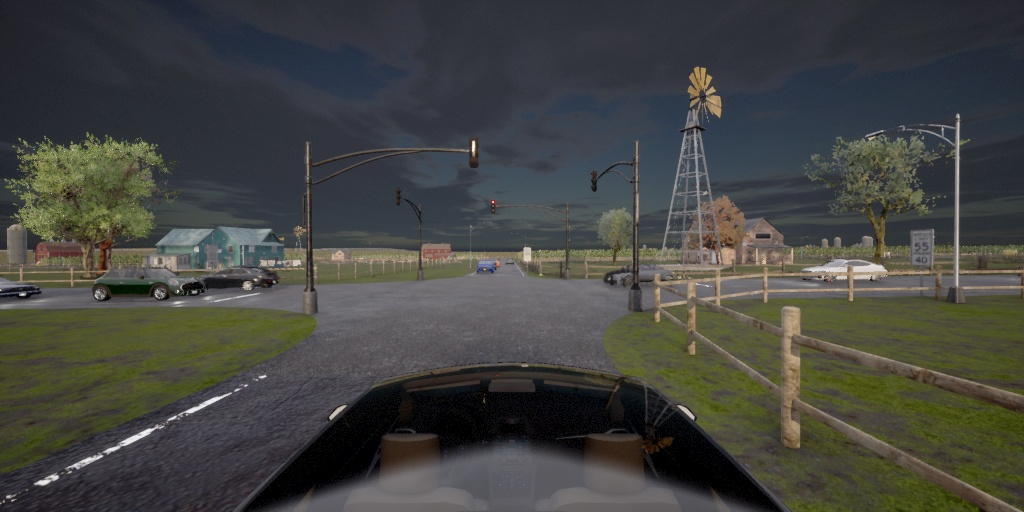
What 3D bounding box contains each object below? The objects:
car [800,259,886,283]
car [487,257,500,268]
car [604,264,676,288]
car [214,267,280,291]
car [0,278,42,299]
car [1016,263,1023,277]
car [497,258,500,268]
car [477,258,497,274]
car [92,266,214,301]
[{"bbox_3d":[21.144,0.933,22.991,4.674,1.442,1.812,-1,1,0],"label":"car"},{"bbox_3d":[-3.167,1.099,61.911,2.097,1.767,4.553,0,0,0],"label":"car"},{"bbox_3d":[7.788,1.167,21.995,4.181,1.385,1.994,-1,1,-12],"label":"car"},{"bbox_3d":[-17.545,1.432,22.809,4.892,1.490,1.837,-1,1,0],"label":"car"},{"bbox_3d":[-28.695,1.697,19.056,5.357,1.411,2.033,-1,1,0],"label":"car"},{"bbox_3d":[35.748,0.565,23.047,4.553,1.767,2.097,-1,1,0],"label":"car"},{"bbox_3d":[-3.120,1.293,51.878,2.033,1.411,5.357,0,0,-1],"label":"car"},{"bbox_3d":[-3.049,1.222,41.974,1.882,1.535,5.008,0,0,-1],"label":"car"},{"bbox_3d":[-19.177,1.372,19.100,4.553,1.767,2.097,-1,1,0],"label":"car"}]
